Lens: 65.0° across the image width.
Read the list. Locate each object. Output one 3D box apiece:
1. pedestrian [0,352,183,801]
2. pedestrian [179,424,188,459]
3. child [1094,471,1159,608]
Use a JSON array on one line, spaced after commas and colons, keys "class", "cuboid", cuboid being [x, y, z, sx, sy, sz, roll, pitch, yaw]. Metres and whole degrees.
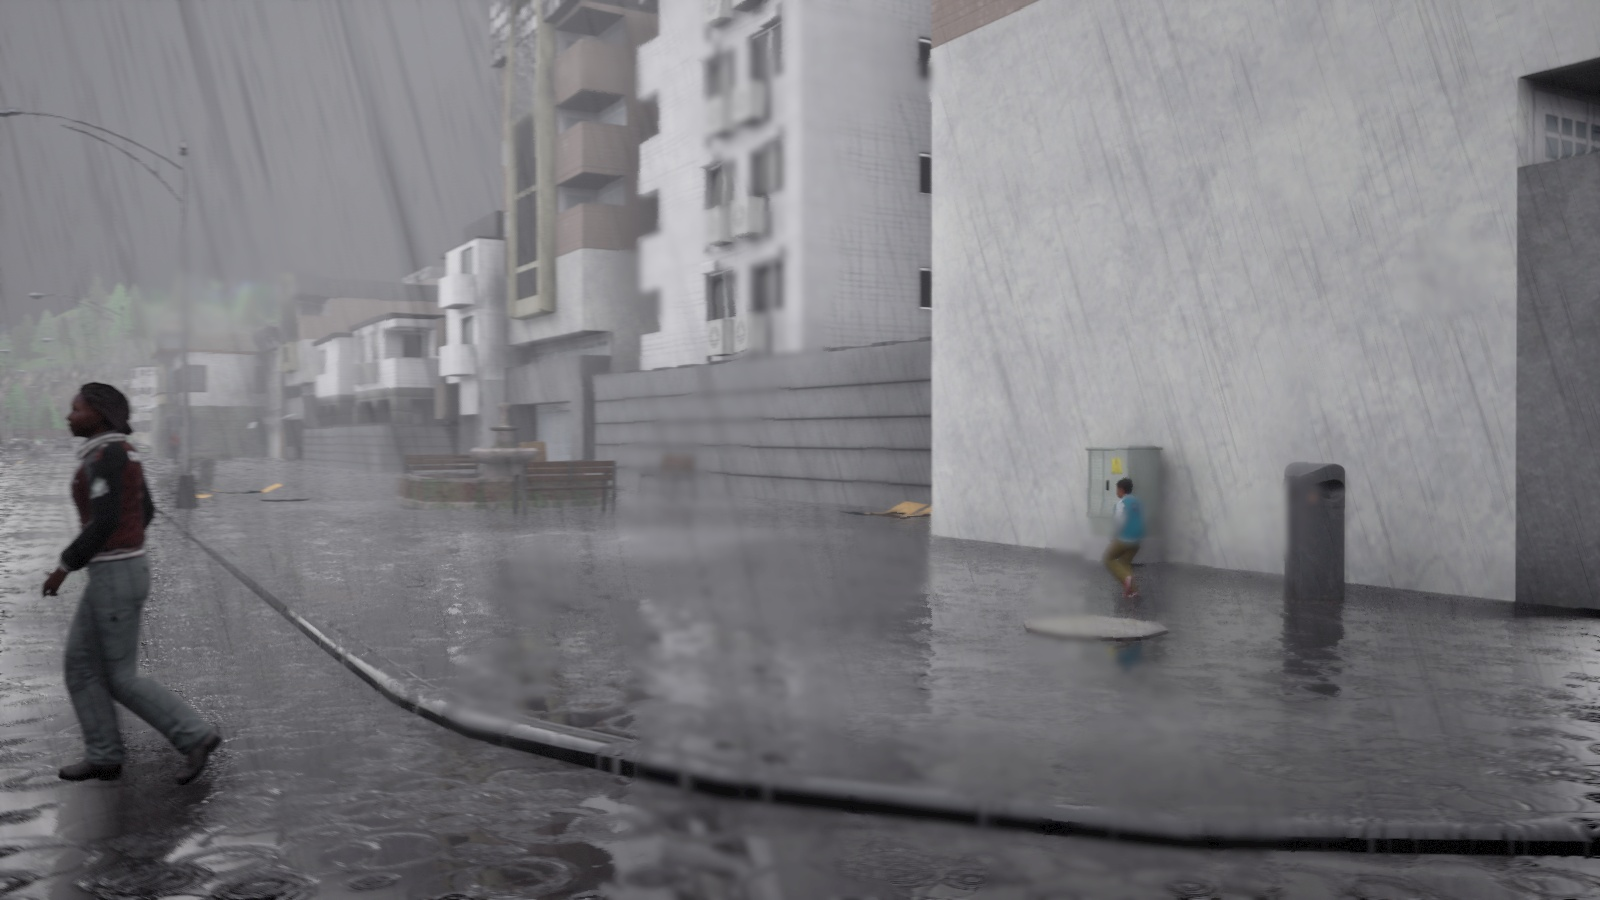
[{"class": "pedestrian", "cuboid": [-3.191, 0.541, 5.693, 0.666, 1.930, 0.402, 0, 1, -20]}, {"class": "pedestrian", "cuboid": [-32.012, -0.448, 65.203, 0.331, 1.846, 0.636, 0, 1, -31]}, {"class": "child", "cuboid": [2.946, 0.795, 11.349, 0.343, 1.192, 0.448, 0, 1, -35]}]
